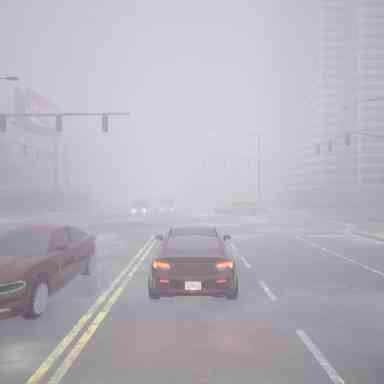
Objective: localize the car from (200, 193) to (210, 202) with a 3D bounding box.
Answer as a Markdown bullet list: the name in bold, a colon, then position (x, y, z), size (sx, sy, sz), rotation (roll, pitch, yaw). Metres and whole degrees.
- **car**: position (3.146, 1.515, 78.116), size (2.128, 1.511, 4.902), rotation (0, 0, 0)

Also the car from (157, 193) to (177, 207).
- **car**: position (-3.859, 1.221, 51.280), size (2.150, 2.045, 5.566), rotation (0, 0, -4)

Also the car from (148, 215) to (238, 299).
- **car**: position (0.028, 1.526, 8.307), size (1.812, 1.442, 4.674), rotation (0, 0, 0)

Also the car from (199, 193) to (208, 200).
- **car**: position (3.098, 1.184, 88.404), size (2.097, 1.767, 4.553), rotation (0, 0, 0)

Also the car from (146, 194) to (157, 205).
- **car**: position (-7.341, 1.525, 57.029), size (1.812, 1.442, 4.674), rotation (0, 0, 0)

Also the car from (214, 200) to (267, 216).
- **car**: position (4.554, 1.477, 31.468), size (5.008, 1.535, 1.882), rotation (0, 0, -1)

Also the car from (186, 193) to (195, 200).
- **car**: position (-0.402, 1.184, 88.388), size (2.097, 1.767, 4.553), rotation (0, 0, 0)

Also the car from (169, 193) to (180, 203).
- **car**: position (-3.826, 1.225, 72.066), size (2.150, 2.045, 5.566), rotation (0, 0, 0)

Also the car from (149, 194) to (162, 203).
- **car**: position (-7.328, 1.352, 67.081), size (2.097, 1.767, 4.553), rotation (0, 0, 0)

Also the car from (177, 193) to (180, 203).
- **car**: position (-3.841, 1.221, 61.637), size (2.150, 2.045, 5.566), rotation (0, 0, 0)

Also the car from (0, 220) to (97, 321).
- **car**: position (-3.638, 1.477, 7.557), size (1.882, 1.535, 5.008), rotation (0, 0, 0)

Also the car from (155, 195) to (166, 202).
- **car**: position (-7.351, 1.525, 77.496), size (2.128, 1.511, 4.902), rotation (0, 0, 0)

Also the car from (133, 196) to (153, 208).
- **car**: position (-7.307, 1.601, 48.203), size (1.895, 1.301, 4.718), rotation (0, 0, 0)

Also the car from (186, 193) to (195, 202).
- **car**: position (-0.356, 1.584, 78.483), size (1.895, 1.301, 4.718), rotation (0, 0, 0)
